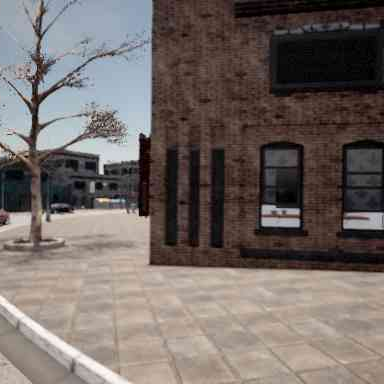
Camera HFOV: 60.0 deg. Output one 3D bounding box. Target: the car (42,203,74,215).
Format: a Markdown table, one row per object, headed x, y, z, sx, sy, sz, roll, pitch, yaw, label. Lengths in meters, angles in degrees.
| x | y | z | sx | sy | sz | roll | pitch | yaw | label |
| --- | --- | --- | --- | --- | --- | --- | --- | --- | --- |
| -18.091 | 2.241 | 45.030 | 1.882 | 1.535 | 5.008 | 0 | -1 | 17 | car |

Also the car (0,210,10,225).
| x | y | z | sx | sy | sz | roll | pitch | yaw | label |
| --- | --- | --- | --- | --- | --- | --- | --- | --- | --- |
| -15.579 | 1.774 | 25.273 | 2.097 | 1.767 | 4.553 | 1 | -1 | -11 | car |
